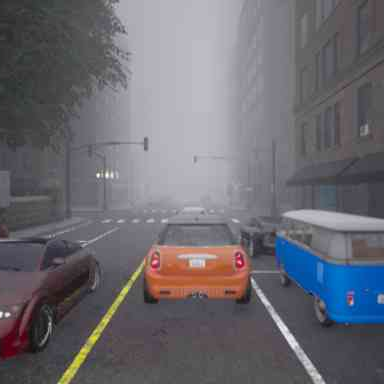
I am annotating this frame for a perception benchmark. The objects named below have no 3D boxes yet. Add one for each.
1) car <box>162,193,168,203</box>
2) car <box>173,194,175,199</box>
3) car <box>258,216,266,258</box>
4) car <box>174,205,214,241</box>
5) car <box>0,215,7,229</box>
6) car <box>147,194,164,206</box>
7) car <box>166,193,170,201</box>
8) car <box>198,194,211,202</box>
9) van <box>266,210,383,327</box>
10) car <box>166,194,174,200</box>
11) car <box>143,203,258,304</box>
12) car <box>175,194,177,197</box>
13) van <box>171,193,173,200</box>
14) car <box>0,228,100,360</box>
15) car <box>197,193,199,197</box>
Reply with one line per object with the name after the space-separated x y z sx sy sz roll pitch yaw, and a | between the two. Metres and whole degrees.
-5.708 1.379 55.810 2.008 1.369 4.403 0 0 0 | car
-5.723 1.325 77.613 2.008 1.369 4.403 0 0 0 | car
2.848 1.531 12.377 1.947 1.339 4.313 0 0 0 | car
0.089 1.476 17.269 1.812 1.442 4.674 0 0 0 | car
-5.674 1.297 6.670 2.192 1.841 5.009 0 0 0 | car
-5.704 1.370 50.189 1.752 1.417 4.829 0 0 0 | car
-5.712 1.358 61.261 1.887 1.381 4.507 0 0 0 | car
2.809 1.239 66.753 1.967 1.590 4.097 0 0 0 | car
2.851 1.323 6.716 1.690 1.788 3.998 0 0 0 | van
-5.731 1.278 88.345 1.752 1.417 4.829 0 0 0 | car
0.096 1.329 8.268 2.097 1.767 4.553 0 0 0 | car
-5.728 1.078 83.063 2.192 1.841 5.009 0 0 0 | car
-5.720 1.128 72.162 1.690 1.788 3.998 0 0 0 | van
-3.086 1.548 5.962 1.994 1.385 4.181 0 0 0 | car
2.802 1.325 77.650 2.008 1.369 4.403 0 0 0 | car
